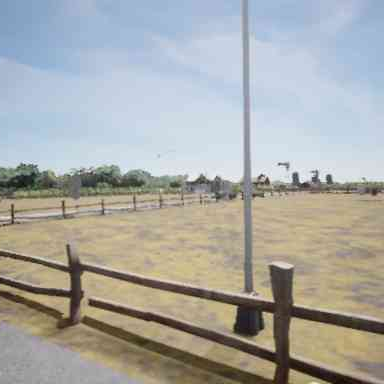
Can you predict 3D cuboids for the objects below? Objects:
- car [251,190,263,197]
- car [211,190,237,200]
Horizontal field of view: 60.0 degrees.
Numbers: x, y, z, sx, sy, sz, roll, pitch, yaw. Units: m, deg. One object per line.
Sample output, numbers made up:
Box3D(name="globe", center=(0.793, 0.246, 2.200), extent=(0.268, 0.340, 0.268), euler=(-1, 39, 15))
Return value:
Box3D(name="car", center=(11.922, 0.283, 62.890), extent=(1.994, 1.385, 4.181), euler=(-1, 1, 35))
Box3D(name="car", center=(5.553, 0.470, 53.808), extent=(1.882, 1.535, 5.008), euler=(-1, 1, 36))
